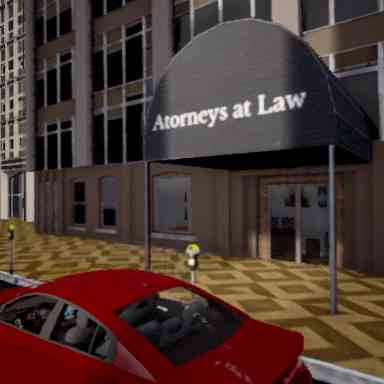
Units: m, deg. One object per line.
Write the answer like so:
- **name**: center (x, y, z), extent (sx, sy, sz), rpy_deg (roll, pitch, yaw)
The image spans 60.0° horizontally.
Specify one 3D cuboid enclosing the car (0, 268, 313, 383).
- **car**: center (-1.070, 1.549, 3.648), extent (4.507, 1.381, 1.887), rpy_deg (0, -1, 36)
